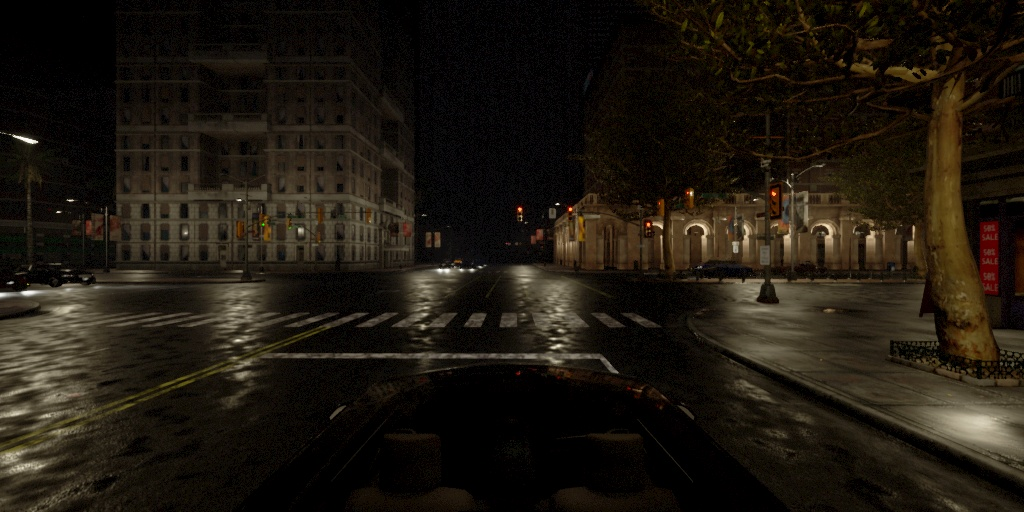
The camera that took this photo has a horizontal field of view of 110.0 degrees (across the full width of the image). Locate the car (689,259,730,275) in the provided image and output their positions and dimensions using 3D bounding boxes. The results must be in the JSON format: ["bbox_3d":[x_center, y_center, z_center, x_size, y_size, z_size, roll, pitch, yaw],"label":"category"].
[{"bbox_3d":[19.648,1.101,34.684,4.553,1.767,2.097,0,0,0],"label":"car"}]

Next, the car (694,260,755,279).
[{"bbox_3d":[18.661,1.313,31.192,4.181,1.385,1.994,0,0,0],"label":"car"}]

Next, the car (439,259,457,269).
[{"bbox_3d":[-10.412,1.241,57.249,2.128,1.511,4.902,0,0,1],"label":"car"}]

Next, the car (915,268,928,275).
[{"bbox_3d":[37.978,1.227,31.020,5.008,1.535,1.882,0,0,1],"label":"car"}]

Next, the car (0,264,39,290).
[{"bbox_3d":[-29.793,1.314,19.910,4.181,1.385,1.994,0,0,1],"label":"car"}]

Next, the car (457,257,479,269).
[{"bbox_3d":[-6.916,1.101,56.804,2.097,1.767,4.553,0,0,1],"label":"car"}]

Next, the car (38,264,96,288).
[{"bbox_3d":[-30.233,1.241,23.421,4.902,1.511,2.128,0,0,1],"label":"car"}]
